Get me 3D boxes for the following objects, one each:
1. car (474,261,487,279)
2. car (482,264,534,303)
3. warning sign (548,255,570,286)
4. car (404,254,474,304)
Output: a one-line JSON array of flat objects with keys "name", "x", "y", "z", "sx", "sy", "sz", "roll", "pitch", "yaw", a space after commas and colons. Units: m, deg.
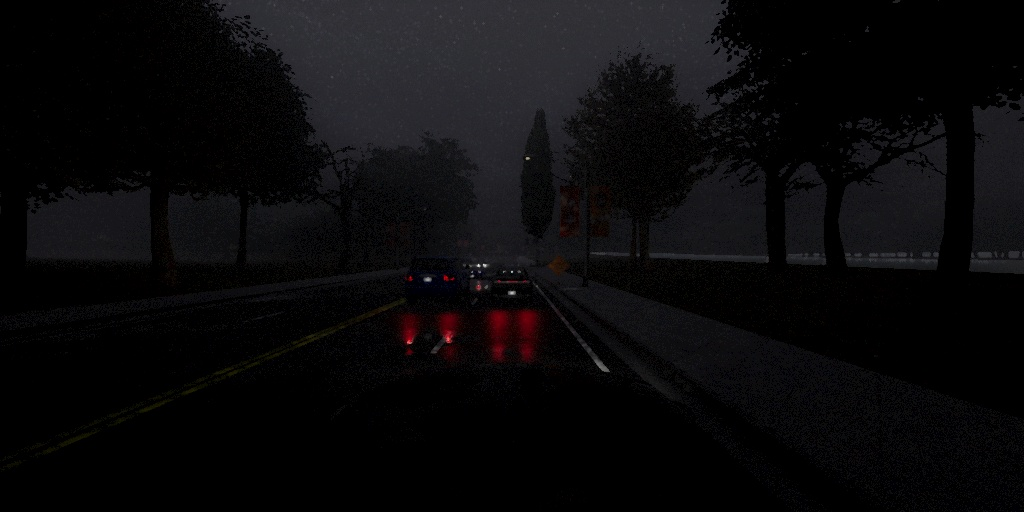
[{"name": "car", "x": -3.250, "y": 1.333, "z": 31.533, "sx": 1.895, "sy": 1.301, "sz": 4.718, "roll": 0, "pitch": 0, "yaw": 0}, {"name": "car", "x": 0.000, "y": 1.238, "z": 16.501, "sx": 2.128, "sy": 1.511, "sz": 4.902, "roll": 0, "pitch": 0, "yaw": 0}, {"name": "warning sign", "x": 2.850, "y": 0.850, "z": 21.623, "sx": 1.300, "sy": 1.860, "sz": 1.060, "roll": 0, "pitch": 0, "yaw": 0}, {"name": "car", "x": -3.250, "y": 1.000, "z": 16.532, "sx": 2.150, "sy": 2.045, "sz": 5.566, "roll": 0, "pitch": 0, "yaw": 0}]
